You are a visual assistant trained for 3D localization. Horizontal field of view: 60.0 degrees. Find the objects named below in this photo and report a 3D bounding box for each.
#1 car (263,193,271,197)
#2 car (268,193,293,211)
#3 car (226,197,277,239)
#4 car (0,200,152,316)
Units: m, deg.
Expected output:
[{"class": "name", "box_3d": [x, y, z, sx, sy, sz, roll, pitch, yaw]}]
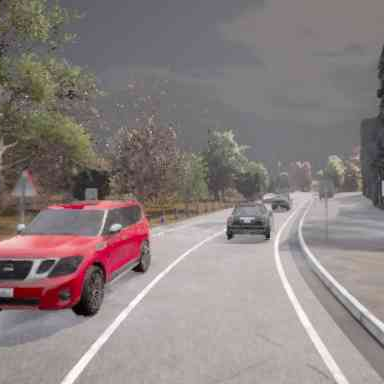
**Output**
[{"class": "car", "box_3d": [11.707, 0.907, 50.132, 1.812, 1.442, 4.674, -2, 1, 21]}, {"class": "car", "box_3d": [9.526, 1.150, 35.245, 1.837, 1.490, 4.892, -2, 1, 21]}, {"class": "car", "box_3d": [3.179, 1.371, 17.569, 2.097, 1.767, 4.553, -1, 0, 16]}, {"class": "car", "box_3d": [-2.578, 1.252, 8.001, 2.150, 2.045, 5.566, -1, 0, 8]}]
